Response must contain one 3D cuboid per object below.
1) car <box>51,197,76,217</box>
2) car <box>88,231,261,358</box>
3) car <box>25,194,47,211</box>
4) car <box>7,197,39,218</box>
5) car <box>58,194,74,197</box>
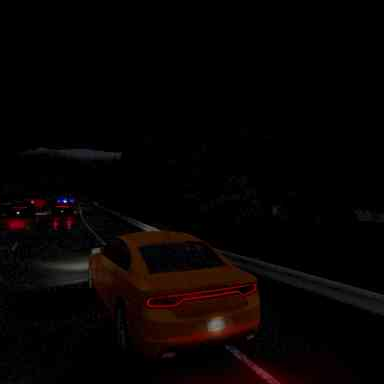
[{"bbox_3d":[-12.183,1.492,31.479,2.128,1.511,4.902,0,0,-19],"label":"car"},{"bbox_3d":[-0.746,1.478,6.315,1.882,1.535,5.008,0,0,-25],"label":"car"},{"bbox_3d":[-18.824,1.221,39.940,2.150,2.045,5.566,0,0,-19],"label":"car"},{"bbox_3d":[-15.346,1.505,30.058,1.837,1.490,4.892,0,0,-20],"label":"car"},{"bbox_3d":[-15.669,1.221,41.359,2.150,2.045,5.566,0,0,-19],"label":"car"}]
